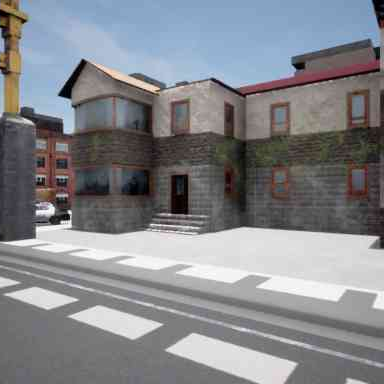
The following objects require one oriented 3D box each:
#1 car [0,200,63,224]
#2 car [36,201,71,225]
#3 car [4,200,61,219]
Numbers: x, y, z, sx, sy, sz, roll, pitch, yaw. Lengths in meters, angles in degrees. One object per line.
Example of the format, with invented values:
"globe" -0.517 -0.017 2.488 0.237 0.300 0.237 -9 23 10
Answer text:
"car" -12.077 1.453 25.492 2.038 1.542 4.974 0 0 5
"car" -10.700 1.295 22.028 4.536 1.218 1.853 0 0 -25
"car" -12.072 1.295 25.544 1.853 1.218 4.536 0 0 5
